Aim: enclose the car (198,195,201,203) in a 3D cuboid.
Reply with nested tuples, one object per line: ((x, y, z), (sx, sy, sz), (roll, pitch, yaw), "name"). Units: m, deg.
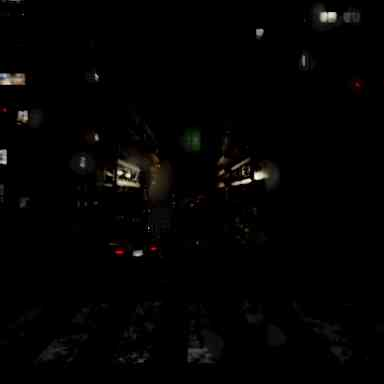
((2.564, 1.479, 57.982), (1.967, 1.590, 4.097), (0, 0, 0), "car")

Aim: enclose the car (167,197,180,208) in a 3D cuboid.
((-2.754, 1.562, 50.563), (1.812, 1.442, 4.674), (0, 0, 0), "car")

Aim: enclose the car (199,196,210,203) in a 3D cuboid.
((2.563, 1.593, 69.086), (2.008, 1.369, 4.403), (0, 0, 0), "car")

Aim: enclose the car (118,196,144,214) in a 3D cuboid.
((-5.316, 1.341, 30.221), (2.192, 1.841, 5.009), (0, 0, 0), "car")

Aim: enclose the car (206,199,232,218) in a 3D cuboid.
((2.564, 1.592, 30.222), (1.947, 1.339, 4.313), (0, 0, 0), "car")

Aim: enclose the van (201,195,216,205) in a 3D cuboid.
((2.565, 1.375, 46.878), (1.690, 1.788, 3.998), (0, 0, 0), "van")

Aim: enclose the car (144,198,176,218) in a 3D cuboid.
((-2.807, 1.531, 30.081), (1.837, 1.490, 4.892), (0, 0, 2), "car")

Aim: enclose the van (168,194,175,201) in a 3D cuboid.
((-5.318, 1.386, 85.741), (1.690, 1.788, 3.998), (0, 0, 0), "van")

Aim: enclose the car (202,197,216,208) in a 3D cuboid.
((2.564, 1.614, 41.326), (1.802, 1.307, 4.206), (0, 0, 0), "car")

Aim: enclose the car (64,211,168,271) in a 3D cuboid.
((-2.793, 1.548, 11.134), (1.812, 1.442, 4.674), (0, -1, -34), "car")

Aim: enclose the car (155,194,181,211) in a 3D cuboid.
((-2.828, 1.384, 40.304), (2.097, 1.767, 4.553), (0, 0, 0), "car")

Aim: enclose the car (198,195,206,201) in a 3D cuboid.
((2.562, 1.589, 85.742), (1.887, 1.381, 4.507), (0, 0, 0), "car")

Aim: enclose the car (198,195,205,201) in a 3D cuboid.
((2.562, 1.589, 91.294), (1.887, 1.381, 4.507), (0, 0, 0), "car")

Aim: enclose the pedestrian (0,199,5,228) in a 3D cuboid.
((-12.153, 1.308, 20.971), (0.375, 1.860, 0.375), (0, 1, 0), "pedestrian")

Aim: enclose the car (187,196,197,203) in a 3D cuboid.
((-0.005, 1.521, 70.026), (1.882, 1.535, 5.008), (0, 0, 0), "car")
